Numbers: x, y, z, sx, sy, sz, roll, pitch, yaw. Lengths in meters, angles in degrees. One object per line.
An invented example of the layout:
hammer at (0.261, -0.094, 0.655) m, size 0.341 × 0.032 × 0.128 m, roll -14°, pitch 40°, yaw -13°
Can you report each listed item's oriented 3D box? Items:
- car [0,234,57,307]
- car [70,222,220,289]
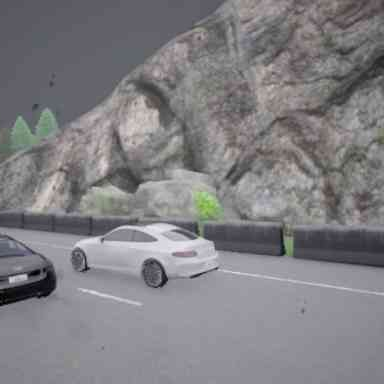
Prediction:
car at (-4.947, 1.643, 7.515) m, size 4.181 × 1.385 × 1.994 m, roll -1°, pitch 0°, yaw 35°
car at (-1.450, 1.587, 9.322) m, size 4.674 × 1.442 × 1.812 m, roll -1°, pitch 0°, yaw 35°
